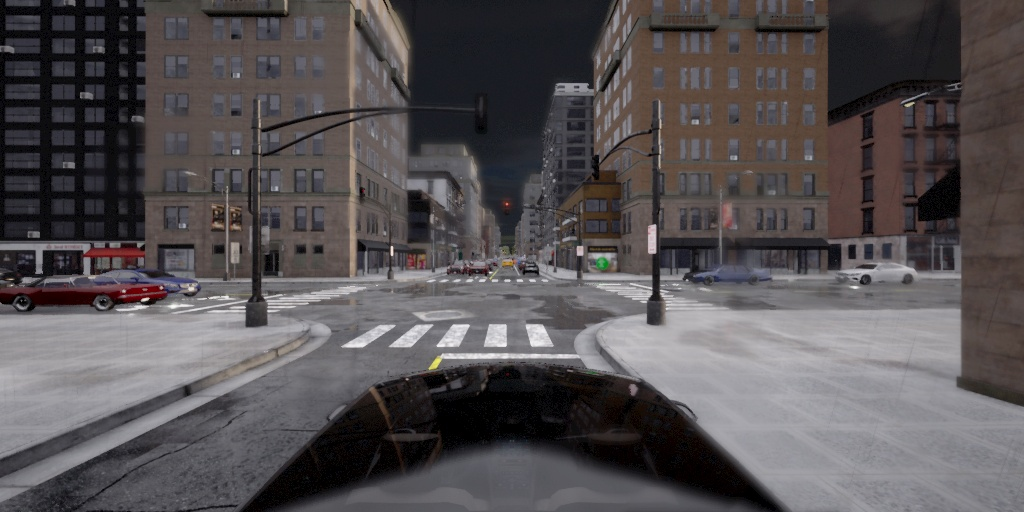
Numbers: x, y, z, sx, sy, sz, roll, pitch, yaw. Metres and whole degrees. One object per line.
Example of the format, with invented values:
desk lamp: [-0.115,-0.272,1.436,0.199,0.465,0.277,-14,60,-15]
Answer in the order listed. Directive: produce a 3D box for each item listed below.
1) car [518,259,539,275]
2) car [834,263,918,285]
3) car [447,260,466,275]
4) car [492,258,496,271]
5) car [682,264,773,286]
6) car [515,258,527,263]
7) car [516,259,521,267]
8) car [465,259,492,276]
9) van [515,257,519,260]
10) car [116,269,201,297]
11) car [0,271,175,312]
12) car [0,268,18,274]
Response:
car: [2.024,1.355,39.720,1.948,1.339,4.313,0,0,0]
car: [24.819,1.177,24.469,4.674,1.442,1.812,0,0,-1]
car: [-6.001,1.229,39.664,1.967,1.591,4.097,0,0,0]
car: [-3.519,1.308,48.116,1.837,1.490,4.892,0,0,0]
car: [14.567,1.242,24.350,5.357,1.411,2.033,0,0,-1]
car: [1.908,1.386,56.253,1.948,1.339,4.313,0,0,0]
car: [1.947,1.391,50.743,1.802,1.307,4.207,0,0,0]
car: [-3.451,1.265,37.858,1.882,1.535,5.008,0,0,0]
van: [1.869,1.173,61.763,1.690,1.789,3.998,0,0,0]
car: [-17.737,1.337,17.247,4.674,1.442,1.812,0,0,1]
car: [-16.565,1.401,14.018,4.718,1.301,1.895,0,0,-1]
car: [-27.462,1.397,17.133,5.357,1.411,2.033,0,0,-1]
